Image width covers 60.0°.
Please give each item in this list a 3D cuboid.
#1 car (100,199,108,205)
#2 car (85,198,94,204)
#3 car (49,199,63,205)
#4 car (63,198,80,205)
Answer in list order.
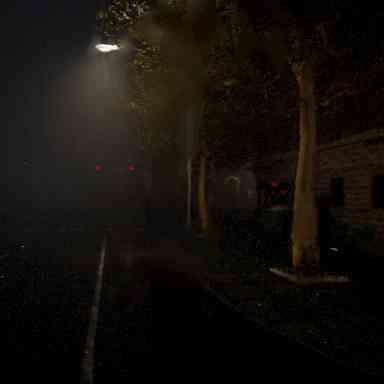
[{"bbox_3d":[-23.790,2.581,89.466,2.128,1.511,4.902,1,-1,-13],"label":"car"},{"bbox_3d":[-27.188,2.342,88.644,2.097,1.767,4.553,1,-1,-13],"label":"car"},{"bbox_3d":[-31.761,2.340,77.422,2.033,1.411,5.357,1,-1,-13],"label":"car"},{"bbox_3d":[-28.356,2.409,78.232,2.033,1.411,5.357,1,-1,-13],"label":"car"}]
